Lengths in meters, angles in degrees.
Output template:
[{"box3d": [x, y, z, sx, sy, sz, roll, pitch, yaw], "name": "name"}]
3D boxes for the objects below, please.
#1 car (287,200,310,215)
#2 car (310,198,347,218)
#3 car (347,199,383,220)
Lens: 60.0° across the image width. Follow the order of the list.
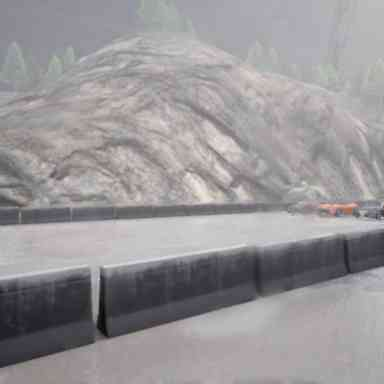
[{"box3d": [11.651, 1.556, 33.807, 4.674, 1.442, 1.812, 0, 0, -35], "name": "car"}, {"box3d": [13.447, 1.382, 30.789, 4.553, 1.767, 2.097, 0, 0, -35], "name": "car"}, {"box3d": [15.623, 1.522, 28.043, 4.902, 1.511, 2.128, 0, 0, -35], "name": "car"}]
